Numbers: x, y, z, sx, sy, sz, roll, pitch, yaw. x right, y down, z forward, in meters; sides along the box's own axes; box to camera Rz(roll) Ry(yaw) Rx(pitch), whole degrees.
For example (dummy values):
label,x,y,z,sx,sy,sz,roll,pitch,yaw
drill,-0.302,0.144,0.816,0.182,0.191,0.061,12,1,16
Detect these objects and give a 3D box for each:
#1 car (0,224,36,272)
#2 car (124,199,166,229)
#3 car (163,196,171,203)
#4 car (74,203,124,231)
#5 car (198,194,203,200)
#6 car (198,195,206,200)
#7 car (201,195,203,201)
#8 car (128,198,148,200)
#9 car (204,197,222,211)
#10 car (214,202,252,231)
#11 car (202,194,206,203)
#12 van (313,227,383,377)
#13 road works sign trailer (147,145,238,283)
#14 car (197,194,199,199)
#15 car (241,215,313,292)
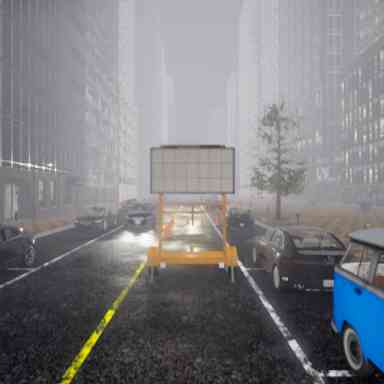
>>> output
label,x,y,z,sx,sy,sz,roll,pitch,yaw
car,-5.691,1.557,8.666,1.947,1.339,4.313,0,0,0
car,-3.116,1.471,21.583,2.128,1.511,4.902,0,0,0
car,-5.731,1.490,65.557,1.887,1.381,4.507,0,0,0
car,-5.699,1.532,20.044,2.008,1.369,4.403,0,0,0
car,2.653,1.500,59.852,2.008,1.369,4.403,0,0,0
car,2.633,1.460,88.466,1.752,1.417,4.829,0,0,0
car,2.661,1.502,48.474,1.887,1.381,4.507,0,0,0
car,-5.706,1.411,31.423,1.967,1.590,4.097,0,0,0
car,2.669,1.517,37.096,2.008,1.369,4.403,0,0,0
car,2.681,1.532,20.029,2.008,1.369,4.403,0,0,0
car,2.666,1.402,42.784,1.967,1.590,4.097,0,0,0
van,2.695,1.338,2.962,1.690,1.788,3.998,0,0,0
road works sign trailer,0.016,0.455,9.612,2.380,3.560,2.880,0,0,0
car,2.641,1.506,76.918,1.947,1.339,4.313,0,0,0
car,2.689,1.542,8.651,2.008,1.369,4.403,0,0,0
